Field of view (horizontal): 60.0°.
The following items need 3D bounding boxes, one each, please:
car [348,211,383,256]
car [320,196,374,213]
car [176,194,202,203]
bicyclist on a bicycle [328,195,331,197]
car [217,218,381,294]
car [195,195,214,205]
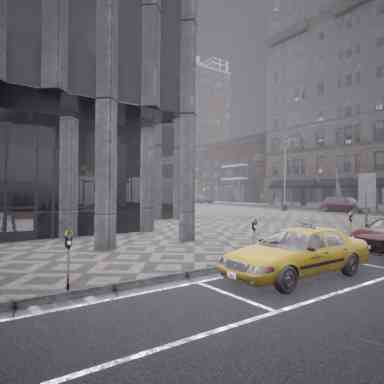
[{"bbox_3d":[7.555,1.547,12.160,4.507,1.381,1.887,0,1,-36],"label":"car"},{"bbox_3d":[14.543,1.198,31.299,2.097,1.767,4.553,1,0,-35],"label":"car"},{"bbox_3d":[-0.593,1.088,58.195,2.128,1.511,4.902,1,0,-35],"label":"car"},{"bbox_3d":[16.356,1.159,39.546,1.656,1.620,0.582,0,0,-35],"label":"bicyclist on a bicycle"},{"bbox_3d":[2.841,1.527,8.790,4.829,1.417,1.752,0,1,-36],"label":"car"},{"bbox_3d":[1.092,1.180,50.371,2.033,1.411,5.357,1,0,-35],"label":"car"}]
